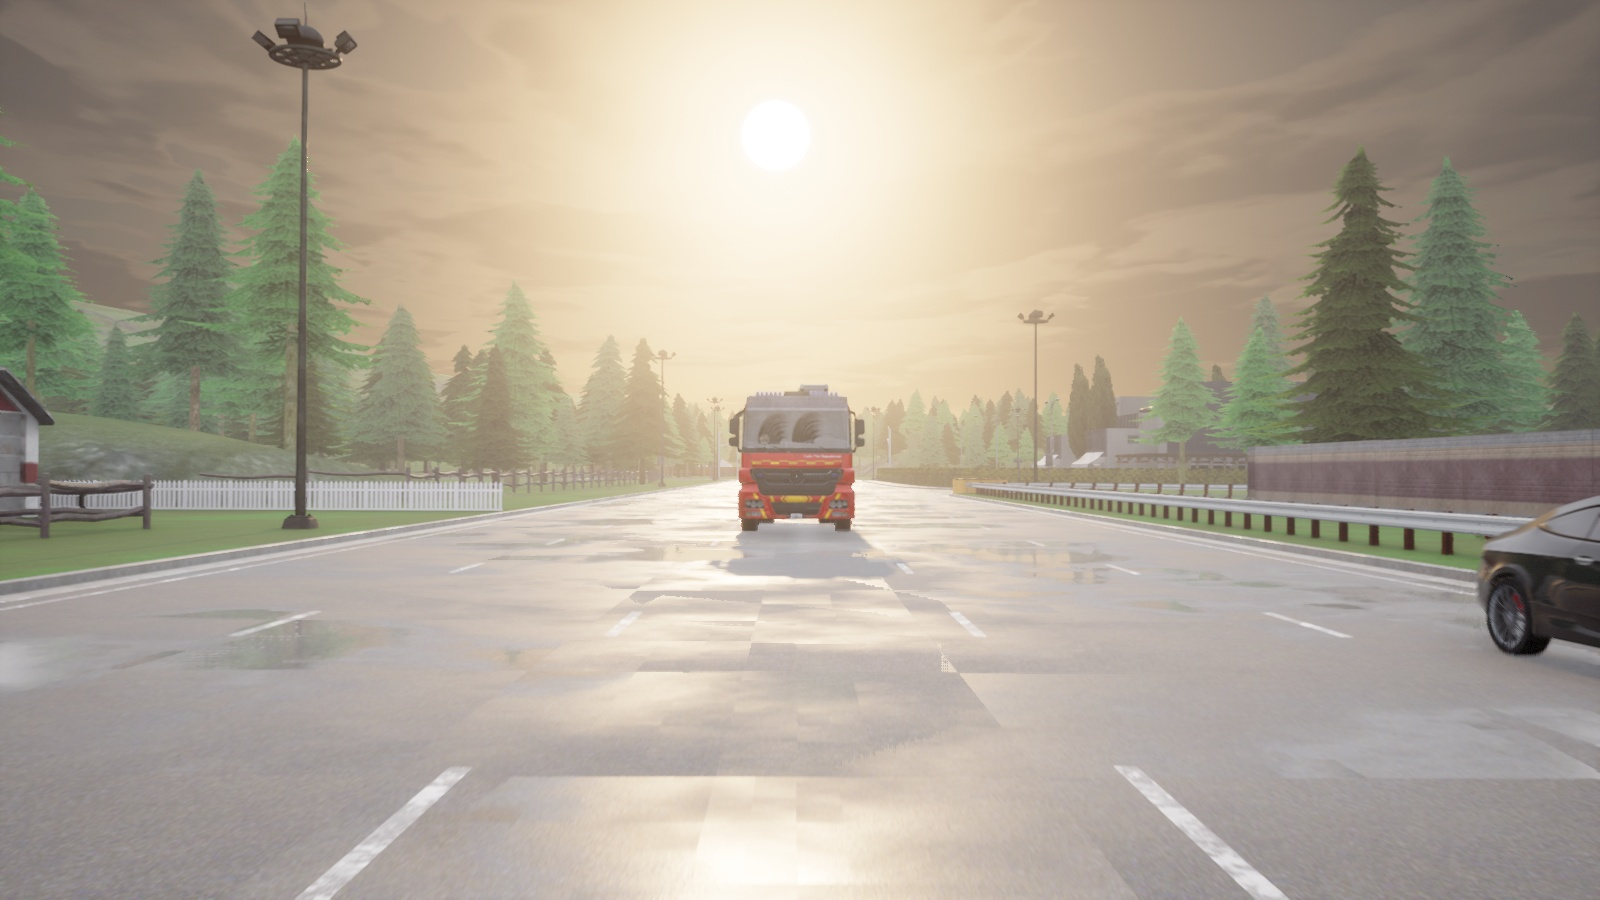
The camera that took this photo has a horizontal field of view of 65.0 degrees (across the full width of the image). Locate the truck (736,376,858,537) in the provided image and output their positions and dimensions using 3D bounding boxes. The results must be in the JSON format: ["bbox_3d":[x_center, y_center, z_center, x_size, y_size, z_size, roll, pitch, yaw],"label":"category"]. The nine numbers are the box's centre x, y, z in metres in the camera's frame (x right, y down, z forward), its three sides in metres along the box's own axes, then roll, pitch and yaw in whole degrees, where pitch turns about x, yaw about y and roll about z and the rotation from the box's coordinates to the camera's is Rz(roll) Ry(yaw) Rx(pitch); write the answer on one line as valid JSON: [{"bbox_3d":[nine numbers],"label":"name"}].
[{"bbox_3d":[-0.084,0.224,34.271,2.891,3.827,8.468,0,-1,0],"label":"truck"}]

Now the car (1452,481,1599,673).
[{"bbox_3d":[6.979,0.969,9.333,1.812,1.442,4.674,0,-1,0],"label":"car"}]
